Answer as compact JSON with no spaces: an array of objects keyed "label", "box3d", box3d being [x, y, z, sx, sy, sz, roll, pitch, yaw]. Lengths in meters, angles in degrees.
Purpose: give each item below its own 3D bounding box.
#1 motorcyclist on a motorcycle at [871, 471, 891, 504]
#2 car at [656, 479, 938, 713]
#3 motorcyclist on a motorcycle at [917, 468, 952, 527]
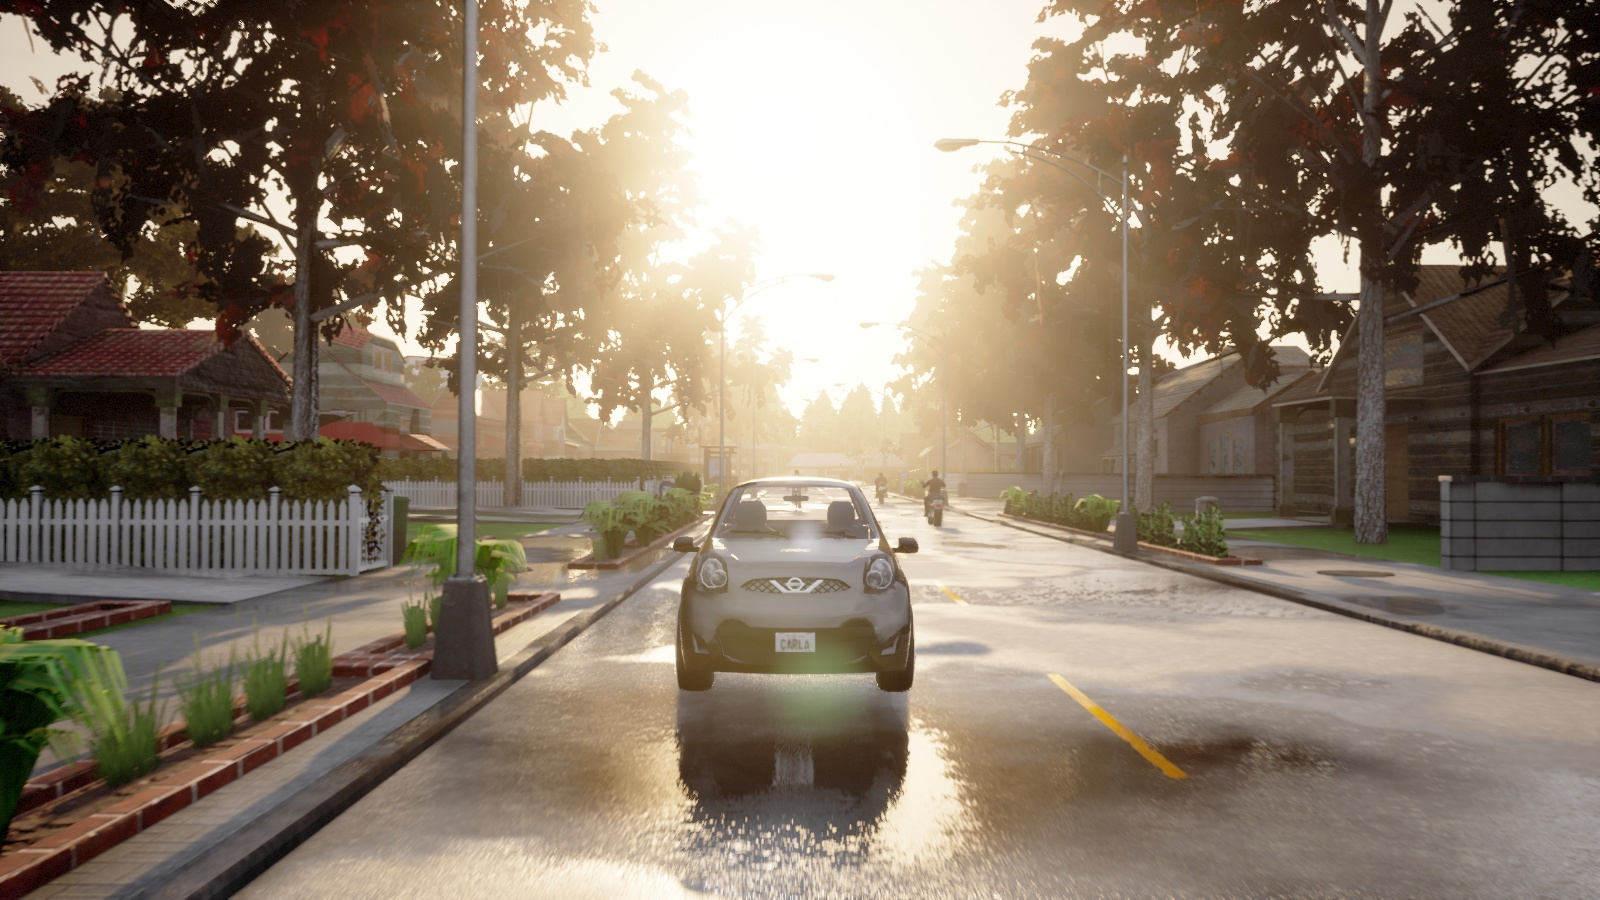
[{"label":"motorcyclist on a motorcycle","box3d":[3.853,1.782,59.750,0.797,1.523,2.044,0,-1,0]},{"label":"car","box3d":[-0.025,0.997,10.052,1.845,1.501,3.633,0,-1,0]},{"label":"motorcyclist on a motorcycle","box3d":[3.910,1.363,36.672,0.766,1.649,2.350,0,-1,0]}]
